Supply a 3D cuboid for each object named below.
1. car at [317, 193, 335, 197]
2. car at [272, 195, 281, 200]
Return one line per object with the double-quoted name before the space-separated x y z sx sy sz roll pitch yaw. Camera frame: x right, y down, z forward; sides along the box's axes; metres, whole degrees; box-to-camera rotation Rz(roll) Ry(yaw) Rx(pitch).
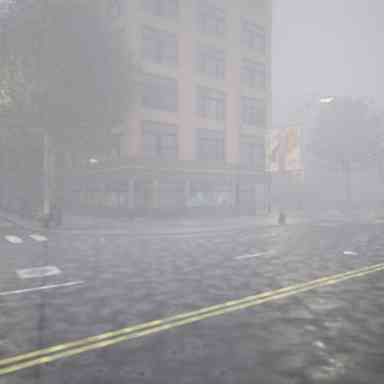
"car" 32.528 1.466 83.595 2.002 1.452 4.674 0 0 -36
"car" 22.053 1.550 91.081 2.161 1.482 4.786 0 0 -36
